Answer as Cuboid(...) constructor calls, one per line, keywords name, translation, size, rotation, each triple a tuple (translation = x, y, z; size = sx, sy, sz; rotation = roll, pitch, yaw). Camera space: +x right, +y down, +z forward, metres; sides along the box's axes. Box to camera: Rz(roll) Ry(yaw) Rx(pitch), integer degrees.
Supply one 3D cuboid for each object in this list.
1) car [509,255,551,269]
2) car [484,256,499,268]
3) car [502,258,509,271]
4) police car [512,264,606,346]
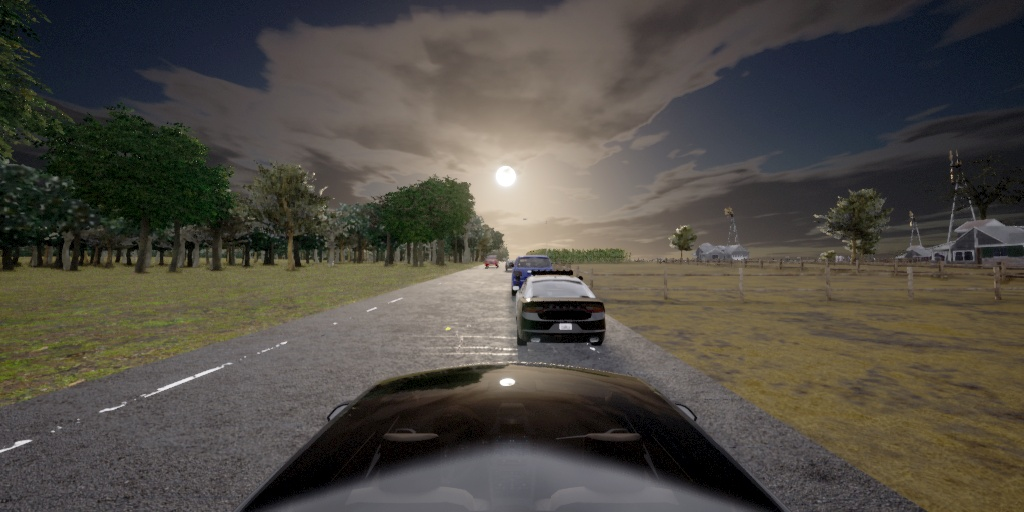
Cuboid(name="car", translation=(1.052, 0.982, 19.534), size=(2.150, 2.045, 5.566), rotation=(0, 0, 0))
Cuboid(name="car", translation=(-3.494, 0.970, 61.724), size=(2.150, 2.045, 5.566), rotation=(0, 0, 0))
Cuboid(name="car", translation=(0.042, 1.250, 50.110), size=(2.128, 1.511, 4.902), rotation=(0, 0, 1))
Cuboid(name="police car", translation=(1.050, 1.180, 9.602), size=(1.930, 1.638, 5.238), rotation=(0, 0, 0))
